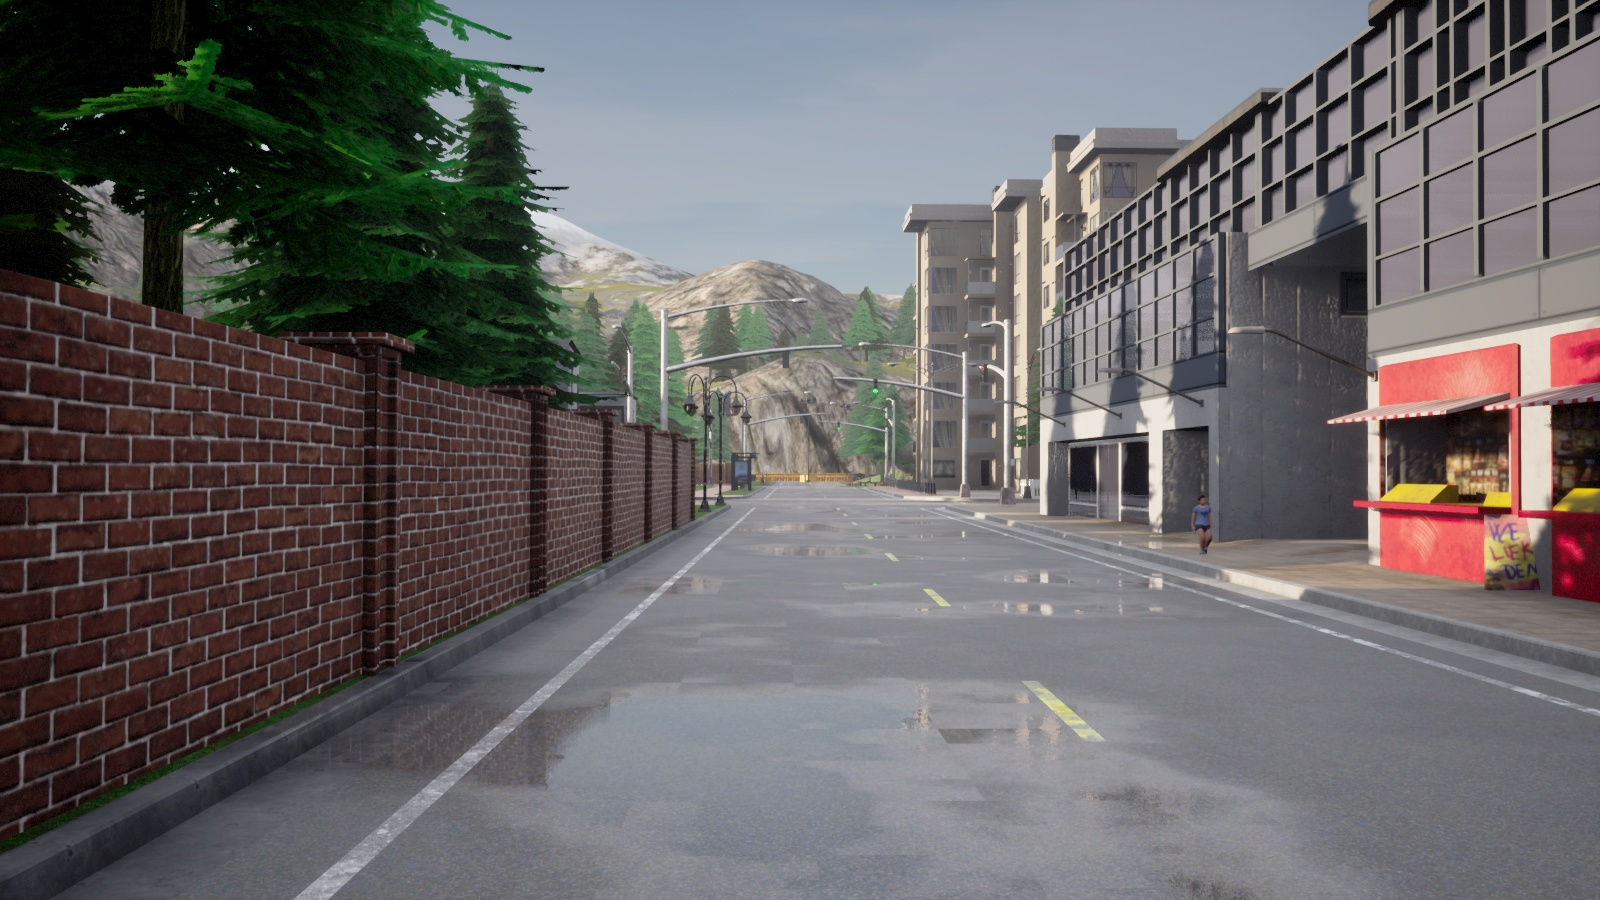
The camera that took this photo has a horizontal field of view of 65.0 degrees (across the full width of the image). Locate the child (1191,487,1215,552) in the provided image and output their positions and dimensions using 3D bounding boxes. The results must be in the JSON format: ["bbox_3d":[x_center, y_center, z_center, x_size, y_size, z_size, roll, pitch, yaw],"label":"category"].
[{"bbox_3d":[6.959,1.191,21.699,0.255,1.110,0.394,0,-1,-3],"label":"child"}]
